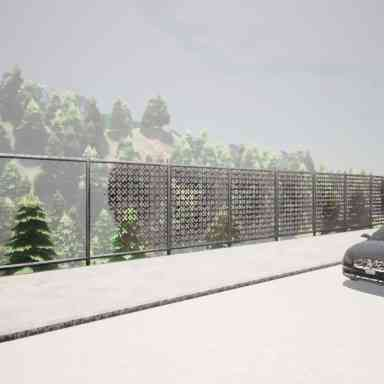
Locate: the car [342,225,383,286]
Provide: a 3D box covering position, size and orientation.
[{"bbox_3d":[5.871,1.505,8.706,4.892,1.490,1.837,0,0,-36],"label":"car"}]
